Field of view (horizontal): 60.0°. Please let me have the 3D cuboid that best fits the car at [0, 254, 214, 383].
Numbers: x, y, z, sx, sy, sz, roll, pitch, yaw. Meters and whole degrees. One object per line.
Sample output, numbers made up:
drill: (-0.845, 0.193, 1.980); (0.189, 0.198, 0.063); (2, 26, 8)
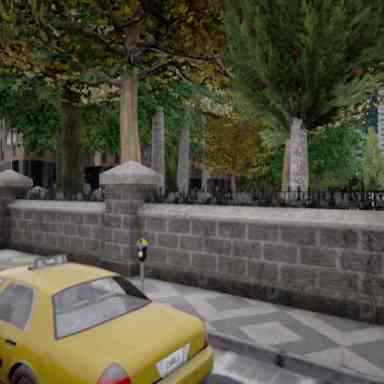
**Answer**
car: (-2.052, 1.520, 4.419); (4.829, 1.417, 1.752); (0, 0, 35)
